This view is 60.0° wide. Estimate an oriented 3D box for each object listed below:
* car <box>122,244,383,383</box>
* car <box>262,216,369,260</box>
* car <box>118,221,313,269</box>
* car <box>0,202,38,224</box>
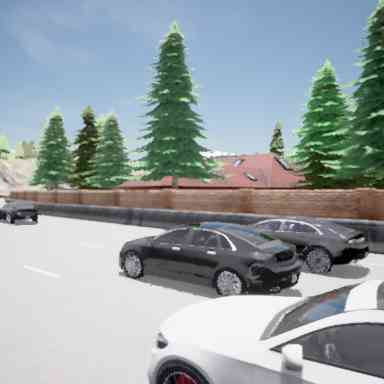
[{"bbox_3d":[1.708,1.536,2.835,4.674,1.442,1.812,0,0,36],"label":"car"},{"bbox_3d":[2.901,1.518,10.695,4.902,1.511,2.128,0,0,37],"label":"car"},{"bbox_3d":[0.195,1.520,8.348,4.892,1.490,1.837,0,0,37],"label":"car"},{"bbox_3d":[-13.105,1.504,24.876,1.837,1.490,4.892,0,0,-44],"label":"car"}]
